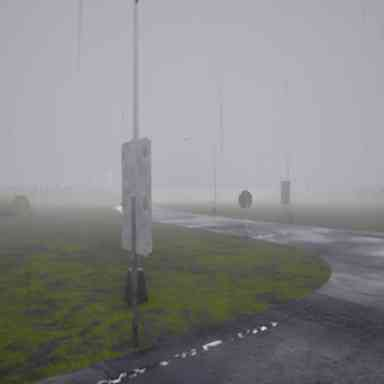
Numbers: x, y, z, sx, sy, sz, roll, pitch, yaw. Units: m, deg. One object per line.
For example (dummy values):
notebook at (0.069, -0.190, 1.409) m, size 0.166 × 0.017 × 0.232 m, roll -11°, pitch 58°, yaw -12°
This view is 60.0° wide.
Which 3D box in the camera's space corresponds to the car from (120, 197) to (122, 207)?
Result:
car at (-11.065, 1.592, 55.157) m, size 1.837 × 1.490 × 4.892 m, roll -1°, pitch 0°, yaw -12°
